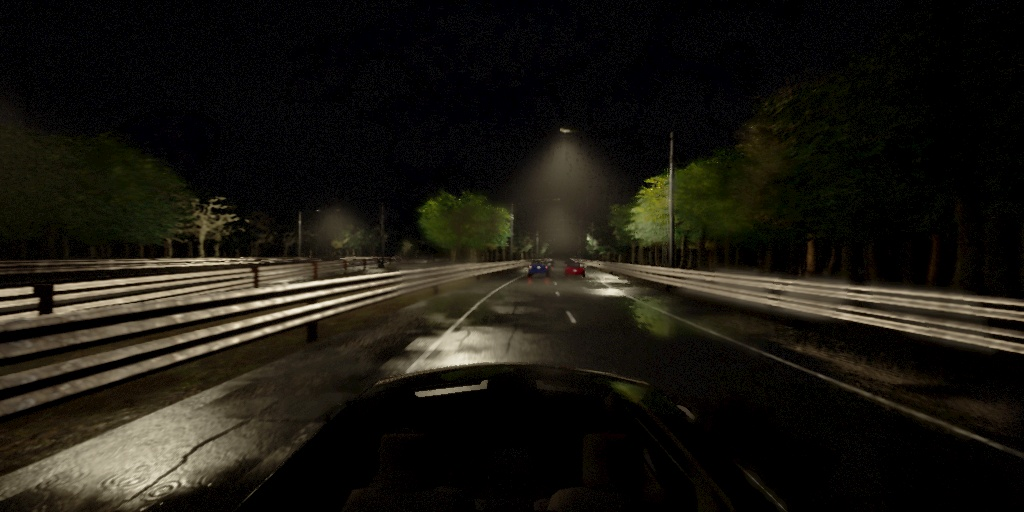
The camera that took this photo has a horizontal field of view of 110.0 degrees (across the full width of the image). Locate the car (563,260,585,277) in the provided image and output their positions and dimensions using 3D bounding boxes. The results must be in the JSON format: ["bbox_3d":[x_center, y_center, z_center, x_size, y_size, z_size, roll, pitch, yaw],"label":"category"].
[{"bbox_3d":[6.439,1.379,36.833,1.994,1.385,4.181,0,0,8],"label":"car"}]

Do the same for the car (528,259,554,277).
[{"bbox_3d":[2.855,1.137,36.456,2.097,1.767,4.553,0,0,8],"label":"car"}]
